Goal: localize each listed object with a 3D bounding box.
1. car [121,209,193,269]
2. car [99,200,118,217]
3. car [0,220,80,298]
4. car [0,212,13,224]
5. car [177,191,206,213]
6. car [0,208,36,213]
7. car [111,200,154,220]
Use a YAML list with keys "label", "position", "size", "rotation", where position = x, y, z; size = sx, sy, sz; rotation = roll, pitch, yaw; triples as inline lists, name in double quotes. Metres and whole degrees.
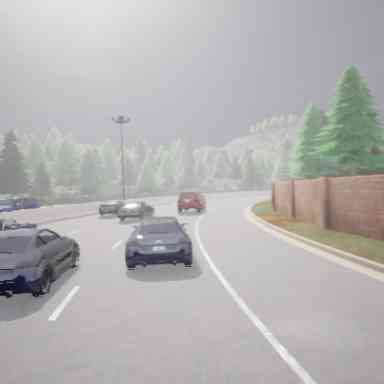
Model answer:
- label: "car"
  position: [-1.063, 1.506, 11.110]
  size: [1.994, 1.385, 4.181]
  rotation: [-2, 0, -5]
- label: "car"
  position: [-7.224, 1.477, 31.752]
  size: [2.128, 1.511, 4.902]
  rotation: [-2, 0, 8]
- label: "car"
  position: [-4.351, 1.643, 8.721]
  size: [1.994, 1.385, 4.181]
  rotation: [-2, 0, -6]
- label: "car"
  position: [-8.258, 1.773, 14.003]
  size: [1.895, 1.301, 4.718]
  rotation: [-2, 0, -3]
- label: "car"
  position: [0.027, 0.937, 33.163]
  size: [2.150, 2.045, 5.566]
  rotation: [-2, 0, 10]
- label: "car"
  position: [-15.007, 1.518, 27.791]
  size: [2.150, 2.045, 5.566]
  rotation: [-2, 0, 6]
- label: "car"
  position: [-4.402, 1.475, 26.772]
  size: [2.033, 1.411, 5.357]
  rotation: [-2, 0, 6]
